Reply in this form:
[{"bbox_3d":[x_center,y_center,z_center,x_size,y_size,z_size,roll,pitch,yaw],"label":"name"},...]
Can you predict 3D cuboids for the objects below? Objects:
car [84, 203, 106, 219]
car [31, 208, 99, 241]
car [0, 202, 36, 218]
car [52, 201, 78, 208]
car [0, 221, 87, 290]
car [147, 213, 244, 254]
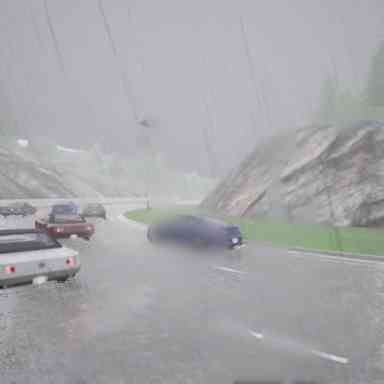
[{"bbox_3d":[-9.028,1.727,30.801,1.994,1.385,4.181,0,0,-16],"label":"car"},{"bbox_3d":[-6.500,1.683,16.625,1.895,1.301,4.718,0,0,-34],"label":"car"},{"bbox_3d":[-16.620,1.685,32.284,2.033,1.411,5.357,0,0,-11],"label":"car"},{"bbox_3d":[-13.546,1.653,35.772,1.882,1.535,5.008,0,0,-8],"label":"car"},{"bbox_3d":[-4.832,1.640,8.901,1.895,1.301,4.718,1,0,-43],"label":"car"},{"bbox_3d":[0.022,1.620,13.944,1.812,1.442,4.674,0,0,-43],"label":"car"}]
